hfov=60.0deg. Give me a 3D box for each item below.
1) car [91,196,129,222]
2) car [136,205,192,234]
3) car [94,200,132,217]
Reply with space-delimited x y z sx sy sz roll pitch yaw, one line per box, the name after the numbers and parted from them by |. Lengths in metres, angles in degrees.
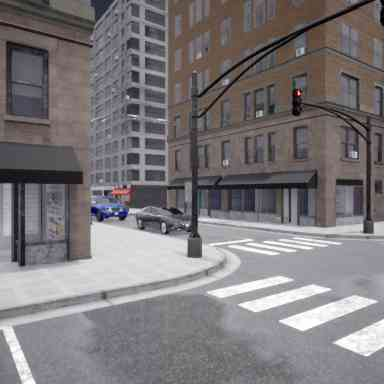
-7.467 1.334 27.999 2.150 2.045 5.566 0 0 -36 | car
-1.660 1.574 19.844 1.837 1.490 4.892 0 0 -35 | car
-8.171 1.626 34.065 2.128 1.511 4.902 0 0 -35 | car
